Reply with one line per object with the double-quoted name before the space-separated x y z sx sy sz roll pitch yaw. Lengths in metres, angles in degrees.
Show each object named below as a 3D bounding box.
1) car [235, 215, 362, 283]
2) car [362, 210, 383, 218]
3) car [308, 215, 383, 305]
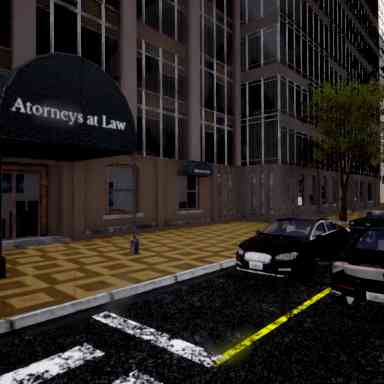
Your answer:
"car" 3.172 1.523 9.945 2.128 1.511 4.902 -1 0 41
"car" 9.936 1.636 17.696 1.895 1.301 4.718 -1 -1 41
"car" 4.587 1.496 7.231 2.128 1.511 4.902 -1 0 41
